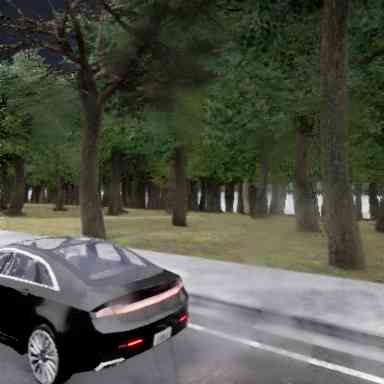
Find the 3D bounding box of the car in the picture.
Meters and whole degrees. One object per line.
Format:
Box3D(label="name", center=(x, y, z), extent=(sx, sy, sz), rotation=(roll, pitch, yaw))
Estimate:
Box3D(label="car", center=(-2.320, 1.481, 5.336), extent=(4.902, 1.511, 2.128), rotation=(0, 0, 36))
